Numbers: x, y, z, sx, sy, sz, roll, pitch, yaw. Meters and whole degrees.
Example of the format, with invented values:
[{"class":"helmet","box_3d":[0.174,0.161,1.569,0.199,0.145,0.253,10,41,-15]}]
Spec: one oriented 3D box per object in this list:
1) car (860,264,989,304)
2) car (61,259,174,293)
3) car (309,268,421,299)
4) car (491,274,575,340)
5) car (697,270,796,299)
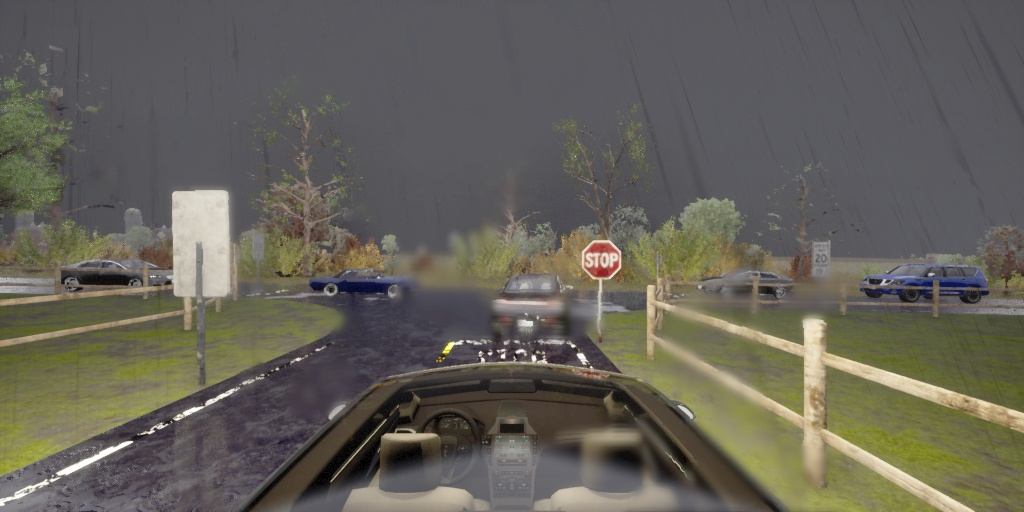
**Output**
[{"class":"car","box_3d":[22.894,1.466,19.998,5.566,2.045,2.150,1,1,0]},{"class":"car","box_3d":[-18.494,0.885,17.087,4.902,1.511,2.128,1,1,0]},{"class":"car","box_3d":[-6.826,1.248,17.074,4.718,1.301,1.895,1,1,0]},{"class":"car","box_3d":[0.704,1.240,10.044,2.128,1.511,4.902,0,0,9]},{"class":"car","box_3d":[12.999,1.525,20.006,4.902,1.511,2.128,1,1,0]}]
